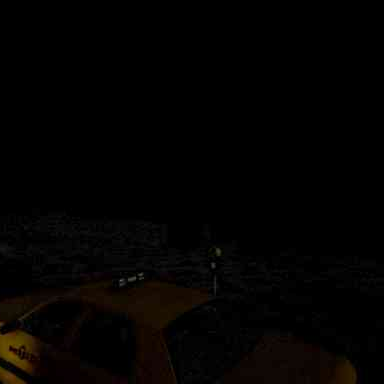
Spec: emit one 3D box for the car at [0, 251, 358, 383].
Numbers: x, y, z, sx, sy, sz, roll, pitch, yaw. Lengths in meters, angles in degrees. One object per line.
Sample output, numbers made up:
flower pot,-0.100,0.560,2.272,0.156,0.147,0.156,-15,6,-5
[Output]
car,-0.854,1.525,3.577,4.829,1.417,1.752,0,0,36
